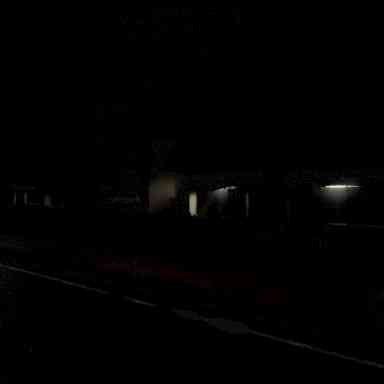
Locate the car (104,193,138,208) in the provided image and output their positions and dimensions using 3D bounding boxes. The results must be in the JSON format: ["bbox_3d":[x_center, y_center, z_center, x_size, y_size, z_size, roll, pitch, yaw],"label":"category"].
[{"bbox_3d":[-9.908,1.177,47.465,2.150,2.045,5.566,0,0,36],"label":"car"}]

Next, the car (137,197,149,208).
[{"bbox_3d":[-5.204,1.561,48.019,1.895,1.301,4.718,0,0,36],"label":"car"}]
